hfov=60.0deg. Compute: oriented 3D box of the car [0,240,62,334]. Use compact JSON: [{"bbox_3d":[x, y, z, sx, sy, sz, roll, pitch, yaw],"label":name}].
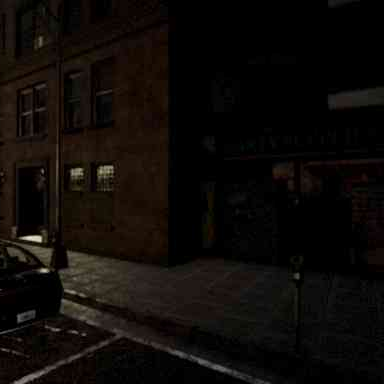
[{"bbox_3d":[-4.153,1.556,6.065,4.403,1.369,2.008,0,0,36],"label":"car"}]
